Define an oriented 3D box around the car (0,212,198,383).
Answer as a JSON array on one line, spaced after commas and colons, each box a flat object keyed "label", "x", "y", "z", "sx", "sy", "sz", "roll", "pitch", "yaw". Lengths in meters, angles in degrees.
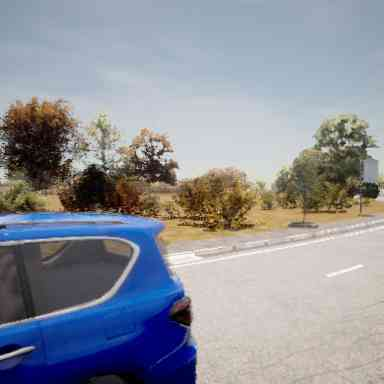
[{"label": "car", "x": -2.543, "y": 1.230, "z": 2.250, "sx": 5.566, "sy": 2.045, "sz": 2.150, "roll": 0, "pitch": 0, "yaw": -36}]
